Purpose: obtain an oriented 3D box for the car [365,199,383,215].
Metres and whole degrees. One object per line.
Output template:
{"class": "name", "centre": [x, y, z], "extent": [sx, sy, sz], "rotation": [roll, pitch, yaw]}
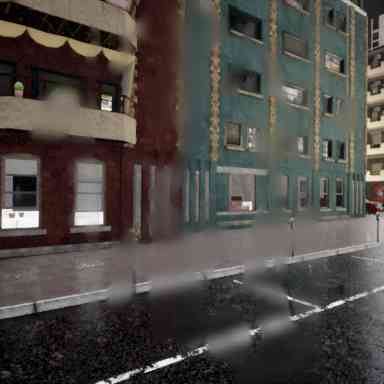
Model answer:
{"class": "car", "centre": [15.703, 1.240, 32.220], "extent": [2.192, 1.841, 5.009], "rotation": [1, 0, -36]}
